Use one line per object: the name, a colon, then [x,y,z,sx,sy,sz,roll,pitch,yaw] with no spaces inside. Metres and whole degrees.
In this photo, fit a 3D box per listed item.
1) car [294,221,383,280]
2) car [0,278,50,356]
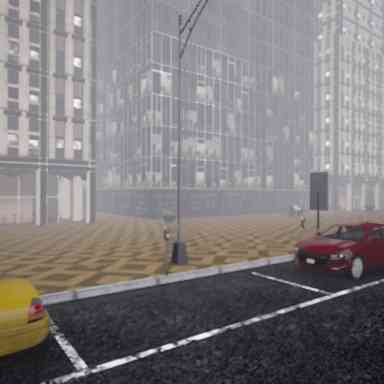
car: [4.970,1.590,10.088,4.507,1.381,1.887,0,0,-35]
car: [-4.188,1.519,3.579,4.829,1.417,1.752,0,0,-35]
